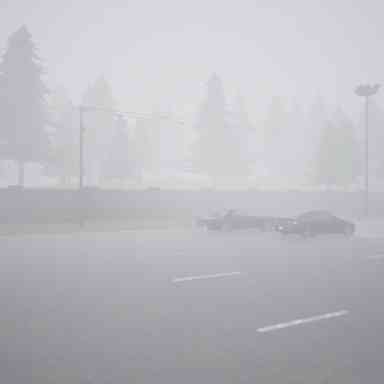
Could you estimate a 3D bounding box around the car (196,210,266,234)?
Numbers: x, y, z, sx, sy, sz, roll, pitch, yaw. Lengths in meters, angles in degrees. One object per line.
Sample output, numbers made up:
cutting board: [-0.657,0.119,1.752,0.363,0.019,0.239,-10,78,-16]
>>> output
car: [2.711,1.699,19.741,4.718,1.301,1.895,0,0,-26]

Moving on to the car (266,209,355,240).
car: [6.524,1.638,17.712,4.674,1.442,1.812,0,0,-26]
